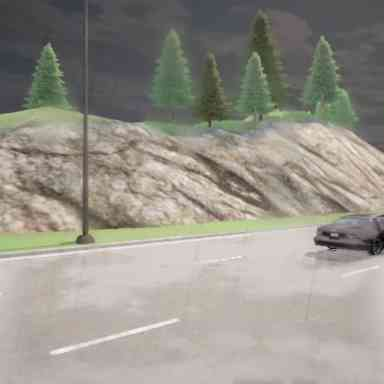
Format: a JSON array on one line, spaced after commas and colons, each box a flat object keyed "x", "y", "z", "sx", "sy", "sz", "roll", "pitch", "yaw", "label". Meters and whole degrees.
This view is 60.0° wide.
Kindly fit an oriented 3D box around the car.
[{"x": 6.996, "y": 1.546, "z": 13.047, "sx": 5.357, "sy": 1.411, "sz": 2.033, "roll": 0, "pitch": 0, "yaw": -36, "label": "car"}]
